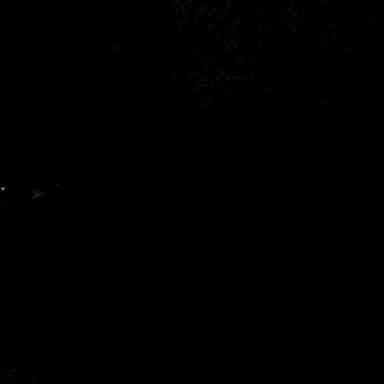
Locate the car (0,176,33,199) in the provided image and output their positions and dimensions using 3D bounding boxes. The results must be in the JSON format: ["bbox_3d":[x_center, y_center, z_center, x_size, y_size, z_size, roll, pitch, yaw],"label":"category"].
[{"bbox_3d":[-16.958,-0.472,31.778,2.150,2.045,5.566,5,4,-11],"label":"car"}]
